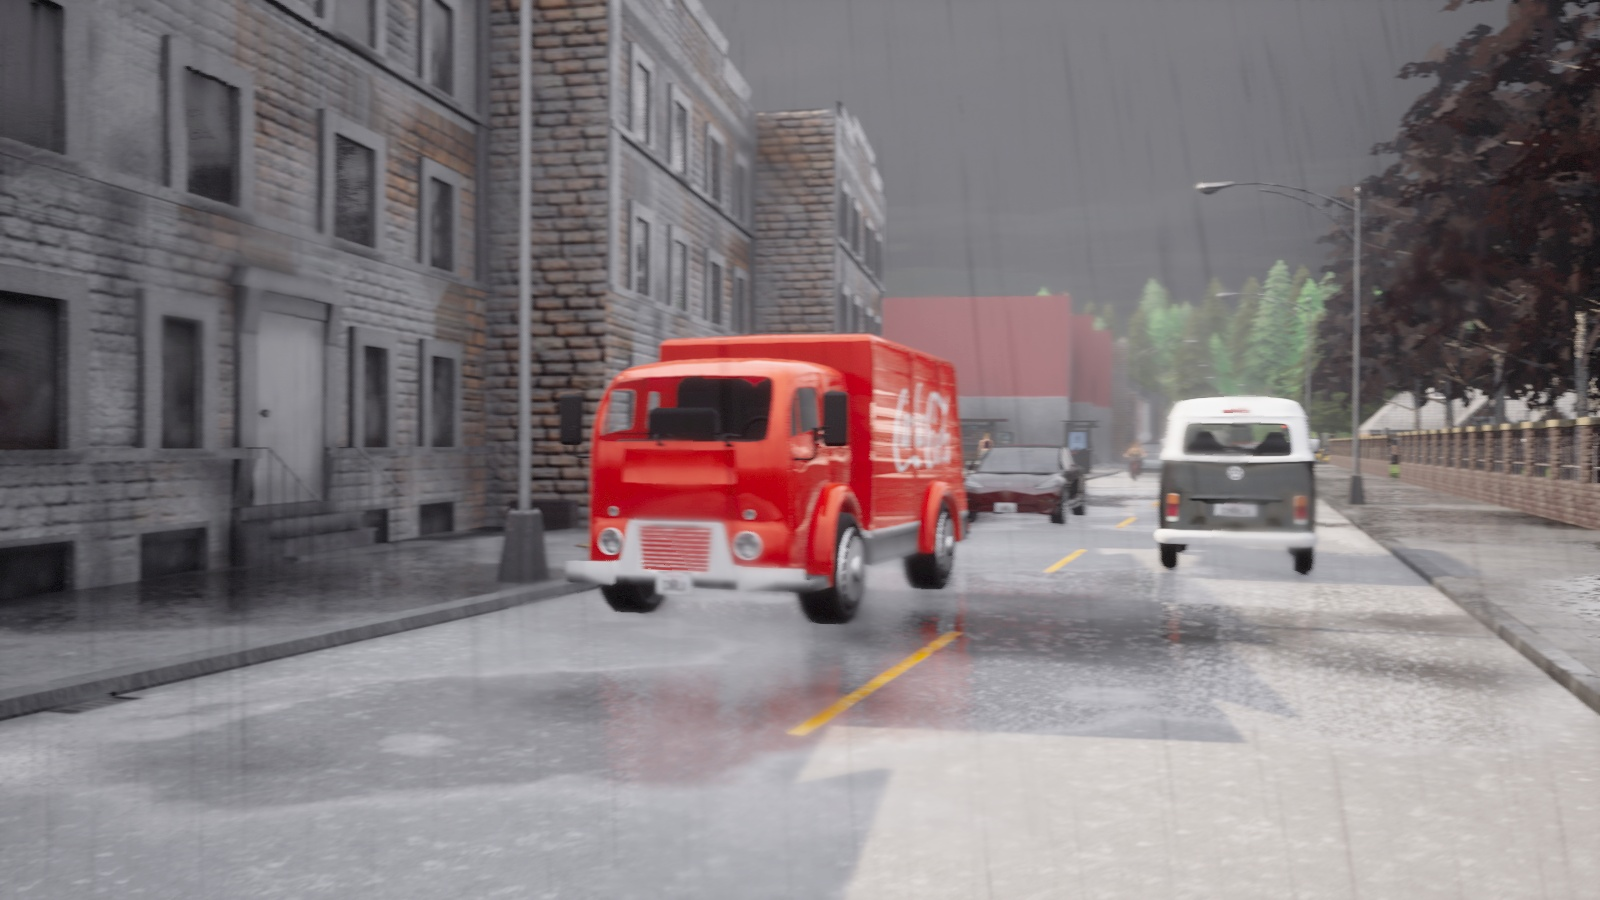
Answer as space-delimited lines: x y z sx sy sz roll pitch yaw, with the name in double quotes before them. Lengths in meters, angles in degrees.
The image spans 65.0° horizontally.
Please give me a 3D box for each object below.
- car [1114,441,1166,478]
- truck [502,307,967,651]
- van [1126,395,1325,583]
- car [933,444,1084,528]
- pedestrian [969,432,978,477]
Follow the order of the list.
"car" 15.909 0.426 58.603 2.033 1.649 4.856 0 0 19
"truck" -0.245 0.188 11.883 2.627 2.467 5.204 0 0 19
"van" 5.415 0.407 16.024 2.069 2.038 4.480 0 0 19
"car" 4.241 0.625 24.883 2.163 1.488 4.792 0 0 19
"pedestrian" 7.219 0.193 52.195 0.345 1.836 0.594 0 0 12
